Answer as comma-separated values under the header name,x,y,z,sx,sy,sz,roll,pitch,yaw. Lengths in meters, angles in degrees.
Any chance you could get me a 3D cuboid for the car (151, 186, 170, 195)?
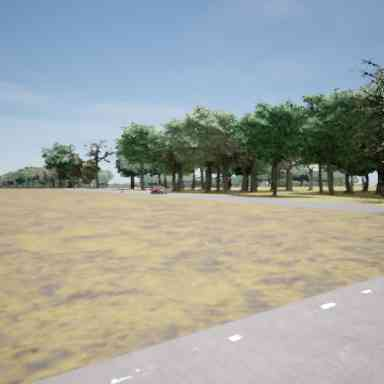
name,x,y,z,sx,sy,sz,roll,pitch,yaw
car,-6.285,-0.375,66.223,2.097,1.767,4.553,-1,2,-36
